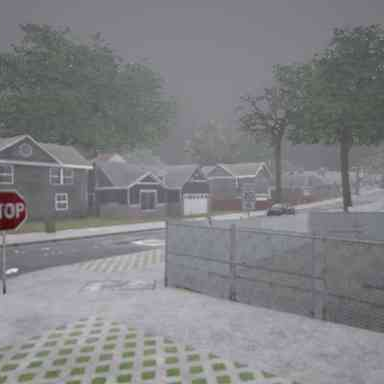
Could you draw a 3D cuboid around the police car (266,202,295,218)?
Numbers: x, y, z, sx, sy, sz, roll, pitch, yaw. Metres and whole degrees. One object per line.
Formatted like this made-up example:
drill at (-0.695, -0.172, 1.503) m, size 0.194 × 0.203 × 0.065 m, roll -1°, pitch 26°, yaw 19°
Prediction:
police car at (9.973, 1.930, 37.354) m, size 1.930 × 1.638 × 5.238 m, roll -1°, pitch 0°, yaw 36°
